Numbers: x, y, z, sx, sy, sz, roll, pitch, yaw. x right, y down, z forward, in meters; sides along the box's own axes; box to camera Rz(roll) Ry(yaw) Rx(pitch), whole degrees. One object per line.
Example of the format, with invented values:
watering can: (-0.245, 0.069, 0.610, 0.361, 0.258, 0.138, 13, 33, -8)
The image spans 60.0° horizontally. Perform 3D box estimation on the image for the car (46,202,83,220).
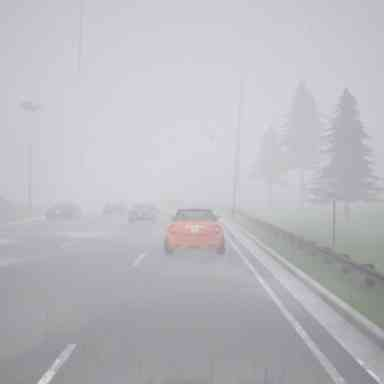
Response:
car: (-10.605, 1.532, 27.875, 1.994, 1.385, 4.181, 0, 0, -4)

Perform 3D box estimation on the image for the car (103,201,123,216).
car: (-7.319, 1.565, 32.079, 1.895, 1.301, 4.718, 0, 0, -6)

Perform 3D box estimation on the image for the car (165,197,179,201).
car: (-2.468, 1.431, 41.850, 1.882, 1.535, 5.008, 1, 0, -19)

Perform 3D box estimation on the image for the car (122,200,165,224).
car: (-3.405, 1.520, 24.367, 2.033, 1.411, 5.357, 0, 0, 0)

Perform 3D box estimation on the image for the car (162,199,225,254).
car: (0.101, 1.337, 13.554, 2.097, 1.767, 4.553, 0, 0, 0)
